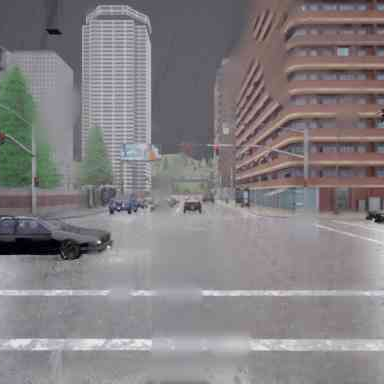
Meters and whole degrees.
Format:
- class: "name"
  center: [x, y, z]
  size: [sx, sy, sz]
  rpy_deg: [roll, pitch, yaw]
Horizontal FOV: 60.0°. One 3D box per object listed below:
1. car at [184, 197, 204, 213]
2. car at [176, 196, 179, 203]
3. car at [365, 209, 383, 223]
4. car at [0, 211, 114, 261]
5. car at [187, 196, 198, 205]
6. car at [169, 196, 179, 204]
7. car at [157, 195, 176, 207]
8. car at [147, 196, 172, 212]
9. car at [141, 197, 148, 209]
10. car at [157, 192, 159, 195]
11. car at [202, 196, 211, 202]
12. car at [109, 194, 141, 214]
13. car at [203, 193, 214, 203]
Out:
- class: "car"
  center: [0.049, 1.477, 37.657]
  size: [1.882, 1.535, 5.008]
  rpy_deg: [0, 0, 0]
- class: "car"
  center: [-3.656, 1.547, 57.066]
  size: [2.033, 1.411, 5.357]
  rpy_deg: [0, 0, 0]
- class: "car"
  center: [15.002, 1.492, 23.249]
  size: [5.357, 1.411, 2.033]
  rpy_deg: [0, 0, -12]
- class: "car"
  center: [-5.577, 1.529, 11.537]
  size: [5.357, 1.411, 2.033]
  rpy_deg: [0, 0, 0]
- class: "car"
  center: [0.033, 1.525, 58.129]
  size: [1.812, 1.442, 4.674]
  rpy_deg: [0, 0, 0]
- class: "car"
  center: [-3.607, 1.526, 67.022]
  size: [1.812, 1.442, 4.674]
  rpy_deg: [0, 0, 0]
- class: "car"
  center: [-3.652, 1.526, 47.355]
  size: [1.812, 1.442, 4.674]
  rpy_deg: [0, 0, 0]
- class: "car"
  center: [-3.647, 1.526, 38.259]
  size: [1.812, 1.442, 4.674]
  rpy_deg: [0, 0, 0]
- class: "car"
  center: [-7.158, 1.547, 45.449]
  size: [2.033, 1.411, 5.357]
  rpy_deg: [0, 0, 0]
- class: "car"
  center: [-7.127, 1.352, 64.787]
  size: [2.097, 1.767, 4.553]
  rpy_deg: [0, 0, 0]
- class: "car"
  center: [3.400, 1.576, 78.247]
  size: [1.895, 1.301, 4.718]
  rpy_deg: [0, 0, 0]
- class: "car"
  center: [-7.146, 1.222, 35.199]
  size: [2.150, 2.045, 5.566]
  rpy_deg: [0, 0, 0]
- class: "car"
  center: [3.412, 1.221, 68.680]
  size: [2.150, 2.045, 5.566]
  rpy_deg: [0, 0, 0]
